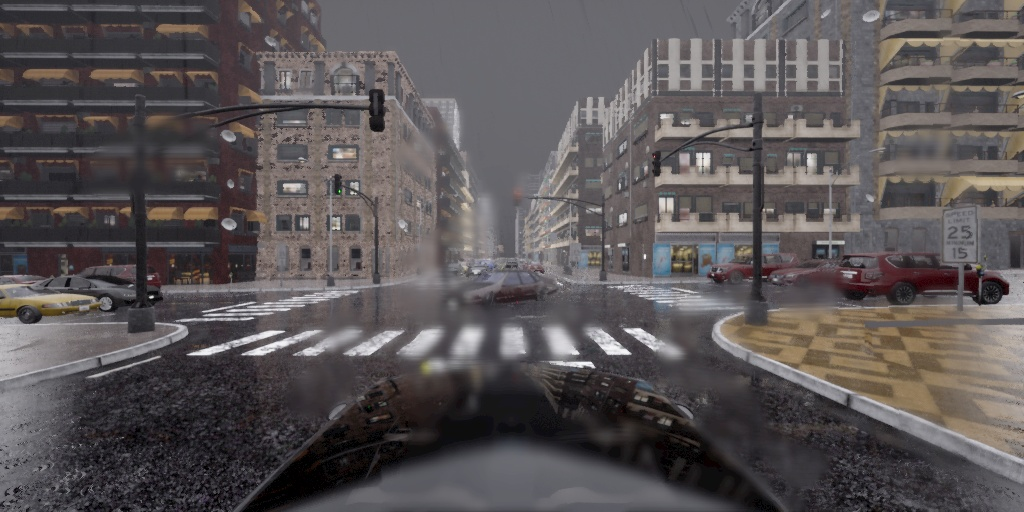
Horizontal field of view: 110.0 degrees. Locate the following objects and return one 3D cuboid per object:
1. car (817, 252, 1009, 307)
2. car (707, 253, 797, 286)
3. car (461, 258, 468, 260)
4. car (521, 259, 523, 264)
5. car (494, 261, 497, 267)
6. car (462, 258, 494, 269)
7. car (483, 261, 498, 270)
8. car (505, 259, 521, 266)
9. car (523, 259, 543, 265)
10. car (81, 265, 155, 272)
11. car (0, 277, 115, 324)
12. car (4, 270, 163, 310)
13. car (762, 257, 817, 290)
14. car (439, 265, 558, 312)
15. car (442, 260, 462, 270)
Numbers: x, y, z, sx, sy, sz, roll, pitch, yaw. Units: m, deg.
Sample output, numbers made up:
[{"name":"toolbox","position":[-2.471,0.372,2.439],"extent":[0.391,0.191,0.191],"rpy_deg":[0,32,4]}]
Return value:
[{"name":"car","position":[14.688,0.775,13.118],"extent":[5.009,1.841,2.192],"rpy_deg":[0,0,-1]},{"name":"car","position":[14.537,0.759,21.497],"extent":[5.009,1.841,2.192],"rpy_deg":[0,0,-1]},{"name":"car","position":[-5.767,1.284,40.633],"extent":[1.751,1.417,4.829],"rpy_deg":[0,0,0]},{"name":"car","position":[2.602,1.200,46.504],"extent":[1.967,1.591,4.097],"rpy_deg":[0,0,0]},{"name":"car","position":[-3.181,1.237,43.418],"extent":[1.882,1.535,5.008],"rpy_deg":[0,0,0]},{"name":"car","position":[-3.163,1.247,33.996],"extent":[2.128,1.511,4.902],"rpy_deg":[0,0,0]},{"name":"car","position":[-3.194,1.365,53.415],"extent":[1.895,1.301,4.718],"rpy_deg":[0,0,0]},{"name":"car","position":[-0.002,1.267,53.791],"extent":[1.837,1.490,4.892],"rpy_deg":[0,-1,0]},{"name":"car","position":[2.613,1.198,40.822],"extent":[1.967,1.591,4.097],"rpy_deg":[0,0,0]},{"name":"car","position":[-23.637,1.462,21.055],"extent":[5.009,1.841,2.192],"rpy_deg":[0,0,-1]},{"name":"car","position":[-17.651,1.585,12.771],"extent":[4.829,1.417,1.751],"rpy_deg":[0,0,-1]},{"name":"car","position":[-17.895,1.560,15.355],"extent":[4.892,1.490,1.837],"rpy_deg":[-1,0,-1]},{"name":"car","position":[16.213,0.944,18.923],"extent":[4.674,1.442,1.812],"rpy_deg":[-1,0,-1]},{"name":"car","position":[-0.289,1.281,14.602],"extent":[2.033,1.411,5.357],"rpy_deg":[-1,0,43]},{"name":"car","position":[-5.756,1.322,35.120],"extent":[1.948,1.339,4.313],"rpy_deg":[0,0,0]}]
